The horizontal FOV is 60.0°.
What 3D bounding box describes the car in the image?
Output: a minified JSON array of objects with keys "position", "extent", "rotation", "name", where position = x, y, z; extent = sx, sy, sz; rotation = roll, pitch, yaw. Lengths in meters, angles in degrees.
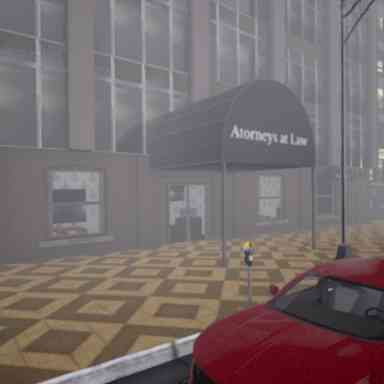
[{"position":[2.034,1.543,3.937],"extent":[4.507,1.381,1.887],"rotation":[0,-1,-36],"name":"car"}]
